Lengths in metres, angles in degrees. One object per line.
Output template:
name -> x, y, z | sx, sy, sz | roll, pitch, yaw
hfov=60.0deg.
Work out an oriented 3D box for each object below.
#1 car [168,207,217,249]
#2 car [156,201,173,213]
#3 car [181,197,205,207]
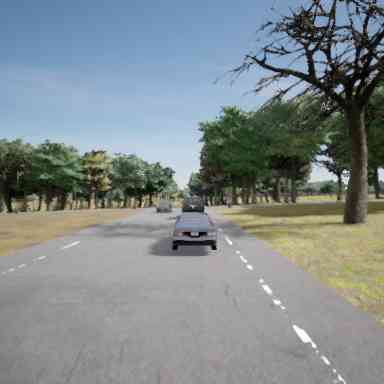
car -> 0.100, 1.609, 14.787 | 2.033, 1.411, 5.357 | 0, 0, 0
car -> -3.538, 1.955, 43.159 | 1.837, 1.490, 4.892 | 0, -2, 1
car -> 0.101, 1.500, 32.824 | 2.150, 2.045, 5.566 | 0, -1, 0
